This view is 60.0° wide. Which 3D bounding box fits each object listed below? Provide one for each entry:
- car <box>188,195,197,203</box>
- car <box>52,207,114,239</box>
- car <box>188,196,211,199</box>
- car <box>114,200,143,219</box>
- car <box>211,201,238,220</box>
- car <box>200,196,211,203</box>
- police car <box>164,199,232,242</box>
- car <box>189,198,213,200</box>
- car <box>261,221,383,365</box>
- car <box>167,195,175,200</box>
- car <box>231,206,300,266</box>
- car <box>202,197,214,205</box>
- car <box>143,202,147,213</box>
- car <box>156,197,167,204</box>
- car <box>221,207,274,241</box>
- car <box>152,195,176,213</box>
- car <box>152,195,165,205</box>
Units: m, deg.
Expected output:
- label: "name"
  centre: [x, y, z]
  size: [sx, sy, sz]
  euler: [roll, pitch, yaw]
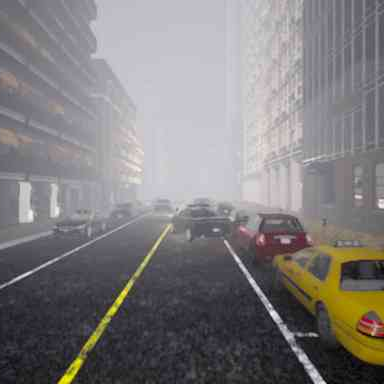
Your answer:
- label: "car"
  centre: [0.026, 1.458, 68.085]
  size: [1.812, 1.442, 4.674]
  euler: [0, 0, 0]
- label: "car"
  centre: [-5.684, 1.532, 17.170]
  size: [2.008, 1.369, 4.403]
  euler: [0, 0, 0]
- label: "car"
  centre: [0.913, 1.320, 32.648]
  size: [2.097, 1.767, 4.553]
  euler: [0, 0, 0]
- label: "car"
  centre: [-5.680, 1.538, 28.467]
  size: [1.947, 1.339, 4.313]
  euler: [0, 0, 0]
- label: "car"
  centre: [2.701, 1.538, 28.464]
  size: [1.947, 1.339, 4.313]
  euler: [0, 0, 0]
- label: "car"
  centre: [2.715, 1.505, 68.004]
  size: [2.008, 1.369, 4.403]
  euler: [0, 0, 0]
- label: "police car"
  centre: [0.254, 1.407, 16.665]
  size: [1.930, 1.638, 5.238]
  euler: [0, 0, -18]
- label: "car"
  centre: [0.791, 1.478, 26.697]
  size: [1.837, 1.490, 4.892]
  euler: [0, 0, 1]
- label: "car"
  centre: [2.692, 1.518, 6.040]
  size: [1.752, 1.417, 4.829]
  euler: [0, 0, 0]
- label: "car"
  centre: [-5.657, 1.504, 90.601]
  size: [2.008, 1.369, 4.403]
  euler: [0, 0, 0]
- label: "car"
  centre: [2.695, 1.427, 11.518]
  size: [1.967, 1.590, 4.097]
  euler: [0, 0, 0]
- label: "car"
  centre: [2.711, 1.502, 56.706]
  size: [1.887, 1.381, 4.507]
  euler: [0, 0, 0]
- label: "car"
  centre: [-5.678, 1.494, 33.946]
  size: [1.752, 1.417, 4.829]
  euler: [0, 0, 0]
- label: "car"
  centre: [-5.667, 1.537, 62.358]
  size: [1.802, 1.307, 4.206]
  euler: [0, 0, 0]
- label: "car"
  centre: [2.696, 1.532, 17.167]
  size: [2.008, 1.369, 4.403]
  euler: [0, 0, 0]
- label: "car"
  centre: [-3.080, 1.444, 36.293]
  size: [1.882, 1.535, 5.008]
  euler: [0, 0, 0]
- label: "car"
  centre: [-5.669, 1.398, 56.710]
  size: [1.967, 1.590, 4.097]
  euler: [0, 0, 0]
